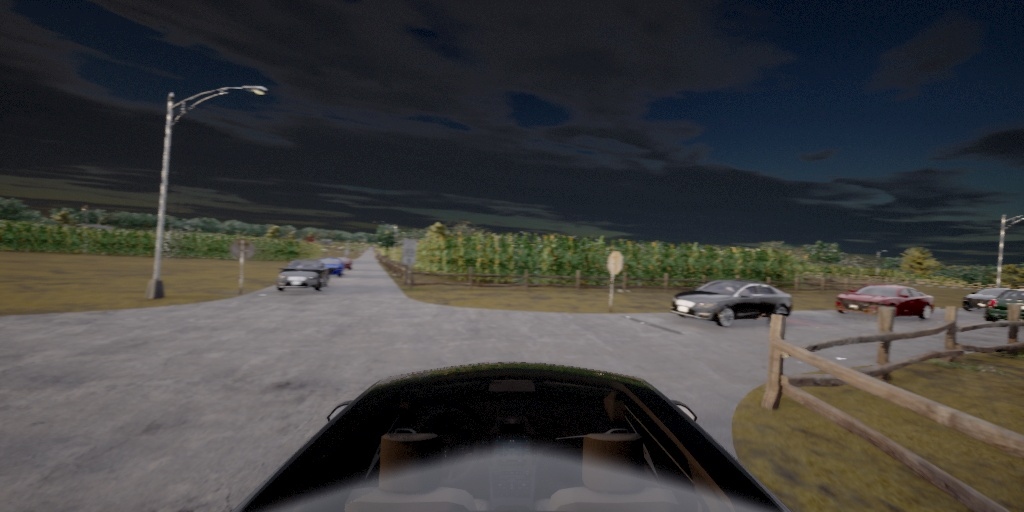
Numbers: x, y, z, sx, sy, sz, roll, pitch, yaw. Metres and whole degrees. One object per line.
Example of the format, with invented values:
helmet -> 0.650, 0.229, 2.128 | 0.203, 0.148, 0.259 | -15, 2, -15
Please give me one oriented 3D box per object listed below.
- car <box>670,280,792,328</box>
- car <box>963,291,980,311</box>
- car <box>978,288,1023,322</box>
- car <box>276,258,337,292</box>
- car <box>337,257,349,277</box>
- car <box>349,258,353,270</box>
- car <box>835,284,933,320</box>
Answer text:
car -> 8.111, 1.652, 13.213 | 4.902, 1.511, 2.128 | 3, 1, -23
car -> 29.686, 2.696, 21.733 | 5.008, 1.535, 1.882 | 3, 1, -21
car -> 24.172, 2.358, 16.407 | 4.553, 1.767, 2.097 | 3, 1, -21
car -> -10.583, 0.946, 18.439 | 2.128, 1.511, 4.902 | 3, -1, -21
car -> -14.992, 0.884, 29.713 | 1.882, 1.535, 5.008 | 3, -1, -21
car -> -19.920, 0.842, 42.338 | 1.882, 1.535, 5.008 | 3, -1, -21
car -> 17.684, 2.105, 17.024 | 5.008, 1.535, 1.882 | 3, 1, -22
